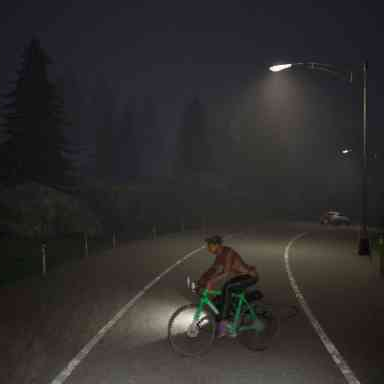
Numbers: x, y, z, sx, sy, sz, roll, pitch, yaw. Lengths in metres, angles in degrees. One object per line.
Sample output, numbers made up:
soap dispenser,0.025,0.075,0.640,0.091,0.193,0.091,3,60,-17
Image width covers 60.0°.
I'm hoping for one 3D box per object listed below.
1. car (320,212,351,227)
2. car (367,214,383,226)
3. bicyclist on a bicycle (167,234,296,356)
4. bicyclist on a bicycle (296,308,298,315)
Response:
car,14.922,2.828,34.625,1.812,1.442,4.674,1,-3,45
car,24.224,3.562,42.278,4.902,1.511,2.128,5,-2,-33
bicyclist on a bicycle,0.472,1.410,4.614,1.656,1.620,0.582,1,-4,-11
bicyclist on a bicycle,0.809,1.987,5.703,1.656,0.582,1.620,-7,-1,-10
